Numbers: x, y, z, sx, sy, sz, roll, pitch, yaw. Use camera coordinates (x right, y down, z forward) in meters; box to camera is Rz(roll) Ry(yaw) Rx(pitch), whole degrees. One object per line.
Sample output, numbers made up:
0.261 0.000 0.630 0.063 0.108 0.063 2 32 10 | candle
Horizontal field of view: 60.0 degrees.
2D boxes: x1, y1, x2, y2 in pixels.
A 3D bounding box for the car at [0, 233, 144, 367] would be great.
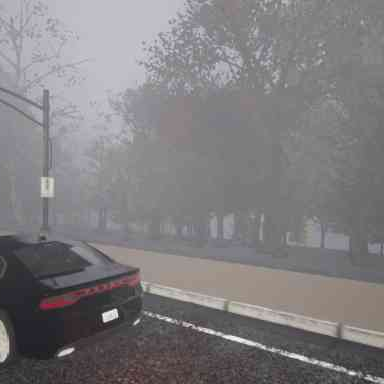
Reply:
-3.063 1.477 5.864 5.008 1.535 1.882 0 0 37 | car
